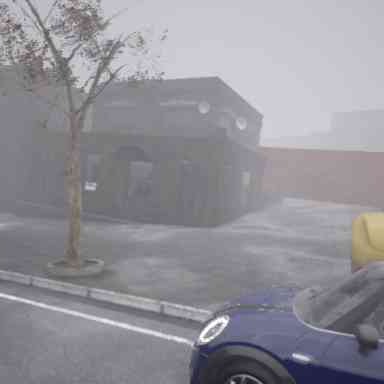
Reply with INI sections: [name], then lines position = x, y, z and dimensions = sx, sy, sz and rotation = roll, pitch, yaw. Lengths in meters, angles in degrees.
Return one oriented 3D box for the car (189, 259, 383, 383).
[car]
position = 2.241, 1.507, 3.342
dimensions = 4.553, 1.767, 2.097
rotation = 1, -2, 28
